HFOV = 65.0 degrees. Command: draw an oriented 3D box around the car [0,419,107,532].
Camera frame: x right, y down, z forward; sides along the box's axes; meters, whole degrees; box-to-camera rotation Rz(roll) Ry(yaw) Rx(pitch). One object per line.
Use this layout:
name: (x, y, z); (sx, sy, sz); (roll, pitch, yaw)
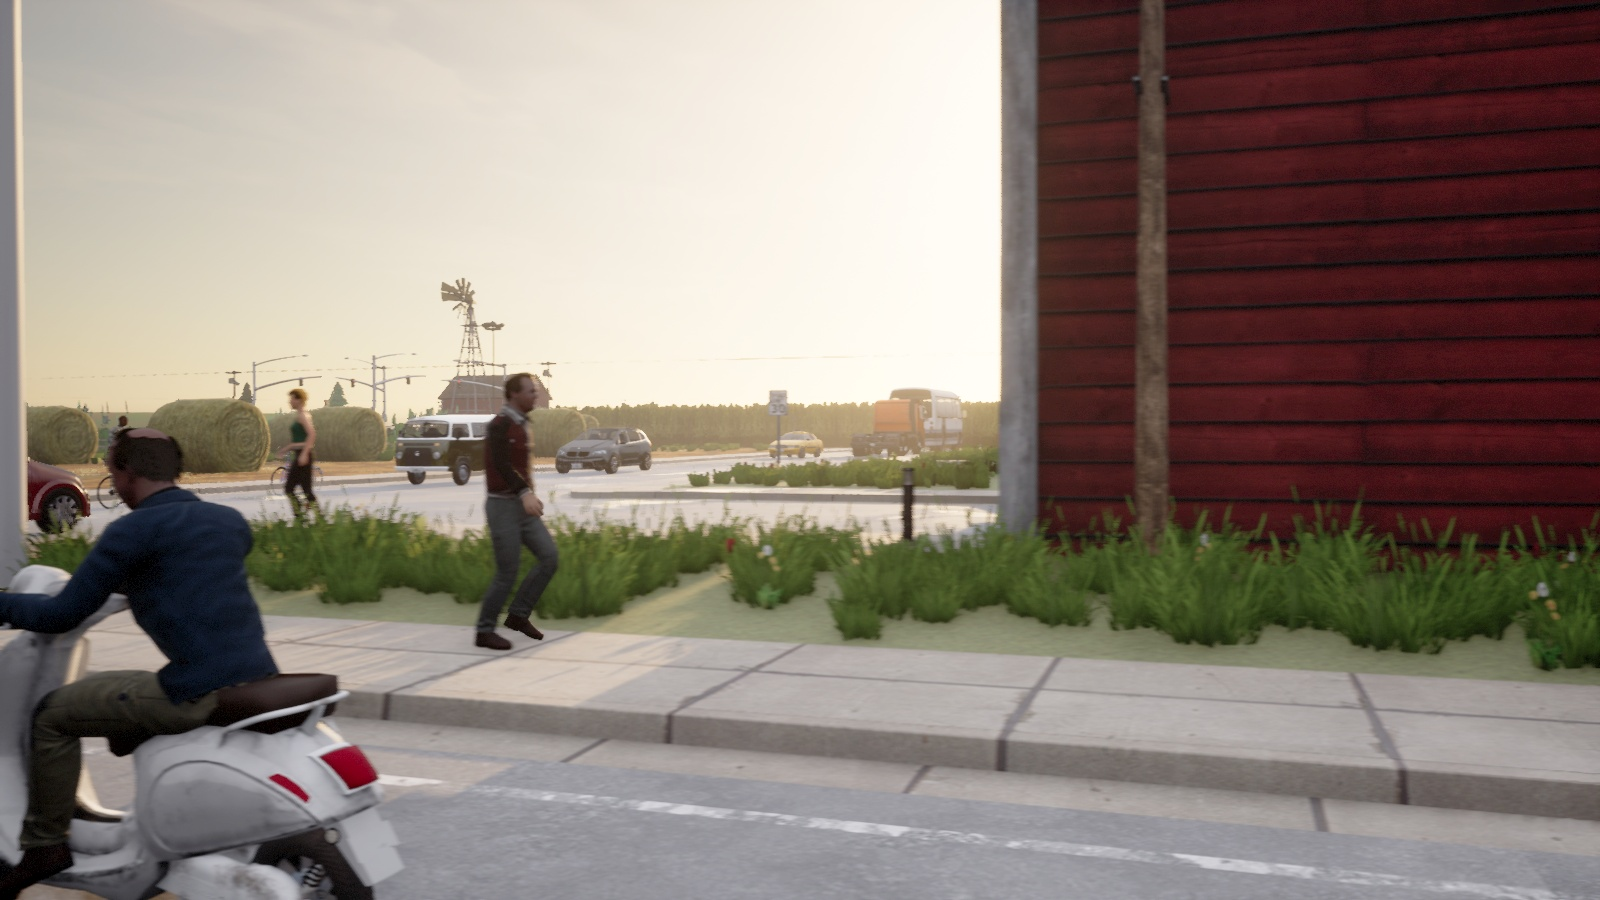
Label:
car: (-12.405, 0.361, 18.160); (1.851, 1.617, 3.988); (1, 1, 17)

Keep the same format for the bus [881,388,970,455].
bus: (8.661, -1.901, 85.021); (3.944, 4.253, 10.273); (1, 1, 17)

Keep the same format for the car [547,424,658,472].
car: (-7.207, -0.134, 46.341); (2.242, 1.667, 4.611); (0, 1, 17)

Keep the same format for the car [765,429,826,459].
car: (-0.180, -0.357, 68.633); (1.801, 1.575, 5.366); (1, 1, 17)

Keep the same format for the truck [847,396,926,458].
truck: (5.206, -1.347, 74.060); (2.891, 3.462, 7.936); (1, 1, 17)

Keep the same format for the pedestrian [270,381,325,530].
pedestrian: (-6.286, 0.071, 15.723); (0.594, 1.836, 0.345); (0, 1, -15)

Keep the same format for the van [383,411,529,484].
van: (-10.080, -0.108, 37.192); (2.069, 2.038, 4.480); (1, 1, 17)

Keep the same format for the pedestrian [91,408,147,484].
pedestrian: (-16.956, -0.101, 31.264); (0.900, 1.855, 0.874); (1, 1, 28)

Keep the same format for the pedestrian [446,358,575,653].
pedestrian: (-1.871, 0.345, 8.133); (0.720, 1.854, 0.376); (0, 1, 13)

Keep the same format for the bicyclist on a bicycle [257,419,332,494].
bicyclist on a bicycle: (-12.218, 0.139, 30.406); (0.659, 1.776, 1.843); (1, 1, 17)

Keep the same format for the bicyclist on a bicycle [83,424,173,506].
bicyclist on a bicycle: (-13.714, 0.283, 25.664); (0.582, 1.620, 1.656); (0, 1, 18)

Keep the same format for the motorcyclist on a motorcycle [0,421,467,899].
motorcyclist on a motorcycle: (-2.060, 0.710, 3.873); (1.817, 1.590, 0.866); (1, 1, 19)
